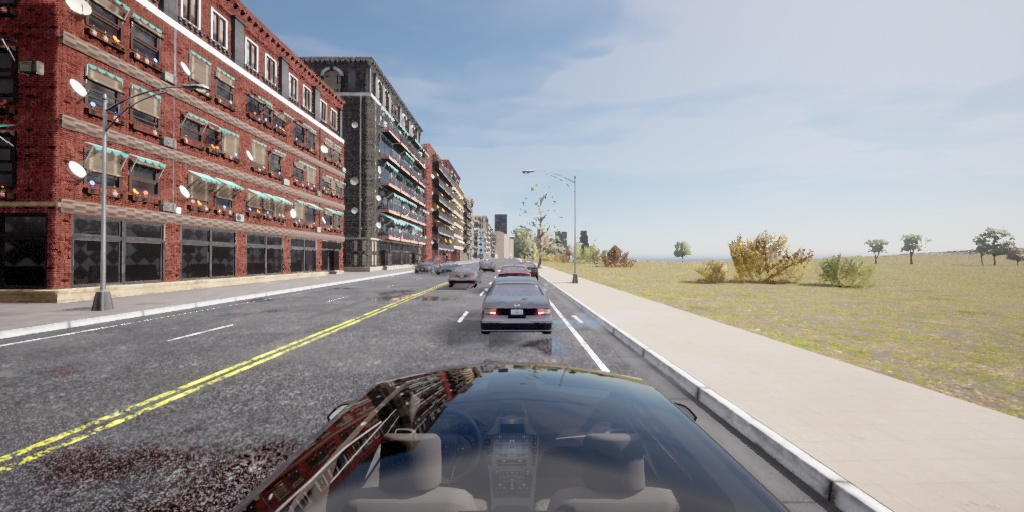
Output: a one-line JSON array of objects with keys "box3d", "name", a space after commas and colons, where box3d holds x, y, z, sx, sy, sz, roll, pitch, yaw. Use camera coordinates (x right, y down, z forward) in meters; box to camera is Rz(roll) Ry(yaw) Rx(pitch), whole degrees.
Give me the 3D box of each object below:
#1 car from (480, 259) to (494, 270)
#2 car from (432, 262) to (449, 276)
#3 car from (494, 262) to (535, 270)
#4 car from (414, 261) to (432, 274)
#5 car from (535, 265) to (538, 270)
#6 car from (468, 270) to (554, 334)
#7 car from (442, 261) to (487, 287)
[{"box3d": [-3.066, 1.317, 45.024, 1.994, 1.385, 4.181, 0, 0, 0], "name": "car"}, {"box3d": [-6.533, 1.318, 37.063, 1.994, 1.385, 4.181, 0, 0, 0], "name": "car"}, {"box3d": [0.139, 1.231, 21.085, 1.882, 1.535, 5.008, 0, 0, 0], "name": "car"}, {"box3d": [-9.776, 1.318, 41.088, 1.994, 1.385, 4.181, 0, 0, 0], "name": "car"}, {"box3d": [1.192, 1.232, 30.522, 1.882, 1.535, 5.008, 0, 0, 0], "name": "car"}, {"box3d": [0.115, 1.299, 10.545, 2.033, 1.411, 5.357, 0, 0, 0], "name": "car"}, {"box3d": [-3.102, 1.300, 24.439, 2.033, 1.411, 5.357, 0, 0, -1], "name": "car"}]
